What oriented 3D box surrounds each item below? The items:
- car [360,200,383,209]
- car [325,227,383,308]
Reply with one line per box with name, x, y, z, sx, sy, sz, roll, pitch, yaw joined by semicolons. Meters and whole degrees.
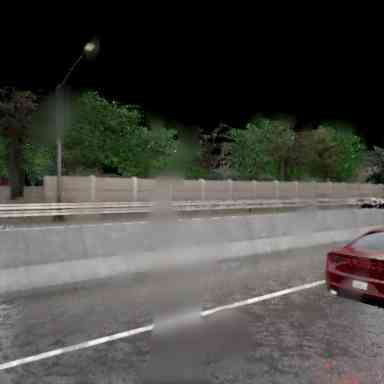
car;23.140;1.624;41.721;4.718;1.301;1.895;0;0;-35
car;5.002;1.488;7.335;5.008;1.535;1.882;0;0;-35
